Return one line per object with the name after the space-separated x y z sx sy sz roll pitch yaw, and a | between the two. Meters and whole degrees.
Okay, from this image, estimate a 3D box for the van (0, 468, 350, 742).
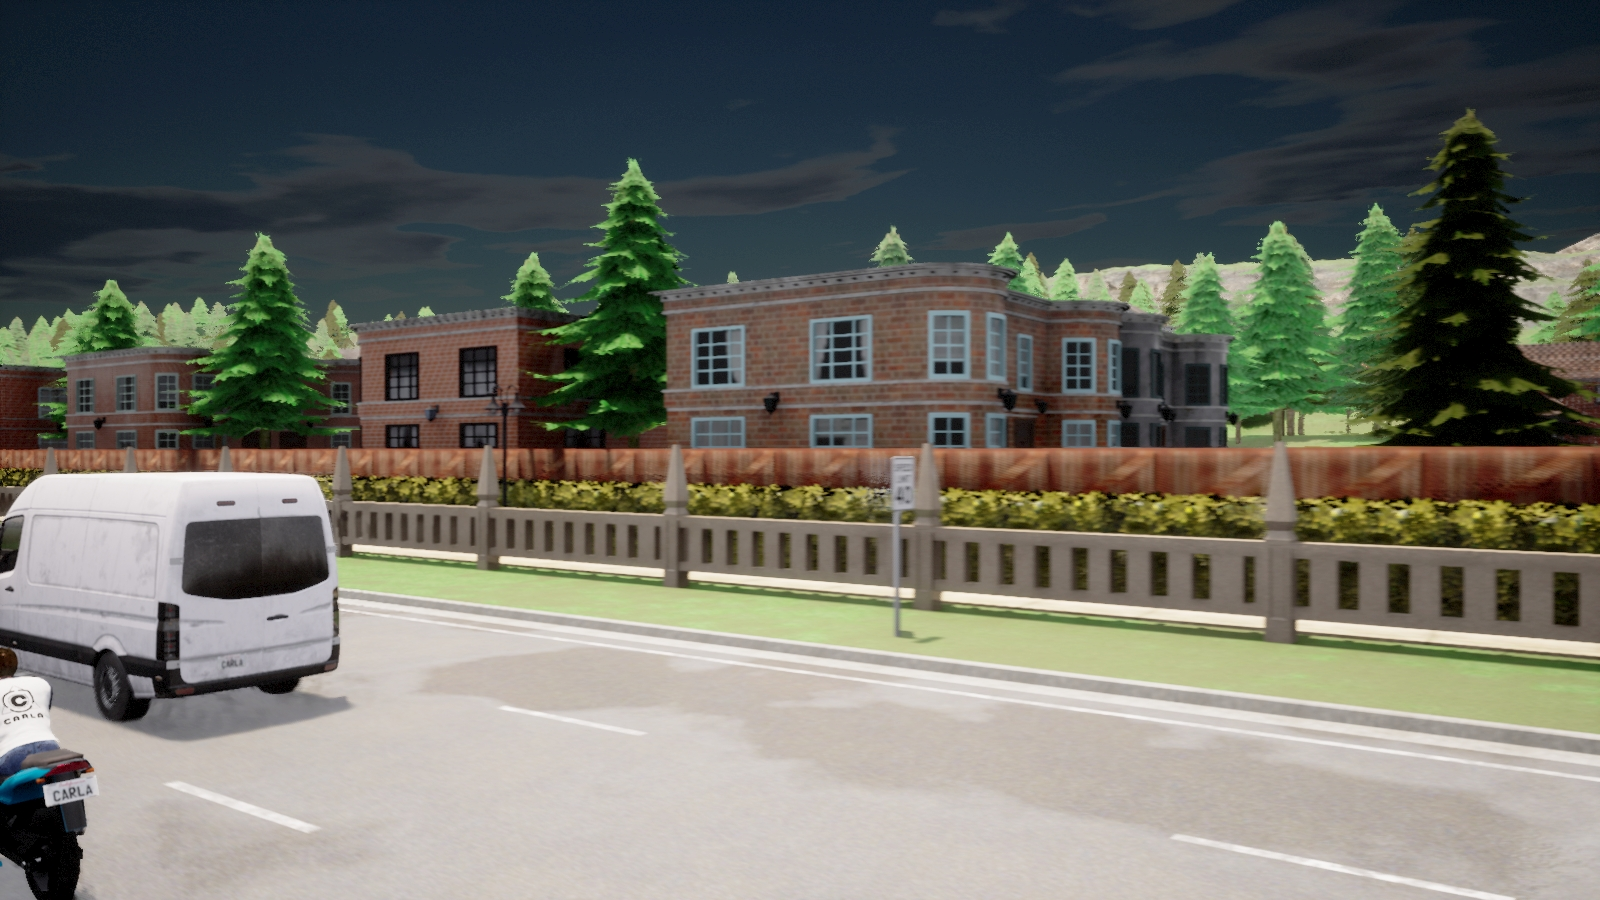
-7.983 1.544 13.600 5.915 2.561 1.988 0 0 36 | van

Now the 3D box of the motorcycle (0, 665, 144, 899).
-5.201 2.195 7.446 2.033 1.199 0.803 2 1 35 | motorcycle
